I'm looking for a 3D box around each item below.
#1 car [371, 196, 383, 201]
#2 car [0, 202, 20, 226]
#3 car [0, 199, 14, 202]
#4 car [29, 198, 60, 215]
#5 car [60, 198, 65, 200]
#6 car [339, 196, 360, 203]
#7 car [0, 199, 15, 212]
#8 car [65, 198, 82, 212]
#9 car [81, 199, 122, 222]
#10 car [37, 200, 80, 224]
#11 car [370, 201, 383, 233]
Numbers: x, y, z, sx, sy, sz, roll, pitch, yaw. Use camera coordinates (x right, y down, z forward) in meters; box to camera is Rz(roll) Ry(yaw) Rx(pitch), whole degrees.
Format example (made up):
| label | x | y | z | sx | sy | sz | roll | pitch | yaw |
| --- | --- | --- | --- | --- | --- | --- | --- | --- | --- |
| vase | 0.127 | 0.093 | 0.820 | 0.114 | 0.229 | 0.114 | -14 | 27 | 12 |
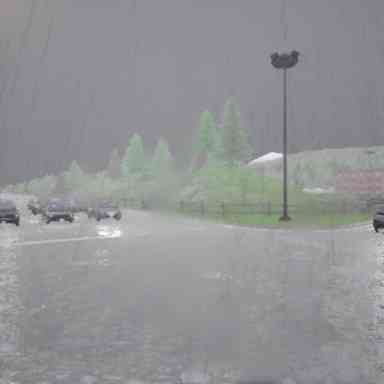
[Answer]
| label | x | y | z | sx | sy | sz | roll | pitch | yaw |
| --- | --- | --- | --- | --- | --- | --- | --- | --- | --- |
| car | 30.936 | 1.414 | 53.334 | 1.812 | 1.442 | 4.674 | 0 | 0 | 0 |
| car | -13.031 | 1.635 | 23.081 | 1.895 | 1.301 | 4.718 | 0 | 0 | -29 |
| car | -17.436 | 1.550 | 31.016 | 1.837 | 1.490 | 4.892 | 0 | 0 | -29 |
| car | -15.242 | 1.389 | 34.275 | 2.097 | 1.767 | 4.553 | 0 | 0 | -29 |
| car | -17.403 | 1.544 | 45.411 | 1.837 | 1.490 | 4.892 | 0 | 0 | -29 |
| car | 29.956 | 1.483 | 63.293 | 1.895 | 1.301 | 4.718 | 0 | 0 | -14 |
| car | -23.130 | 1.623 | 41.329 | 1.994 | 1.385 | 4.181 | 0 | 0 | -28 |
| car | -12.067 | 1.532 | 35.771 | 1.837 | 1.490 | 4.892 | 0 | 0 | -29 |
| car | -7.157 | 1.506 | 26.928 | 2.128 | 1.511 | 4.902 | 0 | 0 | -29 |
| car | -10.326 | 1.572 | 25.420 | 2.033 | 1.411 | 5.357 | 0 | 0 | -29 |
| car | 11.649 | 1.451 | 18.441 | 4.902 | 1.511 | 2.128 | 0 | 0 | -44 |
